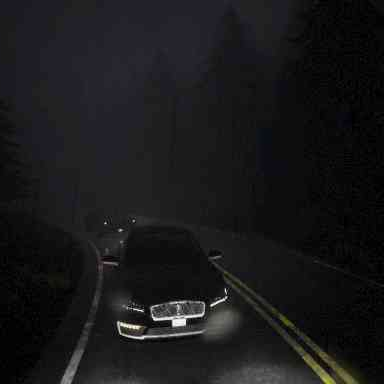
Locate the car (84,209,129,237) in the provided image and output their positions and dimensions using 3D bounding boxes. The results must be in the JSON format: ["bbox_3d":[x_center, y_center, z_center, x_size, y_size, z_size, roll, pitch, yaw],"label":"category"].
[{"bbox_3d":[-4.646,1.613,18.562,1.895,1.301,4.718,-3,1,-29],"label":"car"}]

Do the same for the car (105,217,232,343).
[{"bbox_3d":[-0.649,1.495,6.829,1.837,1.490,4.892,-1,0,-11],"label":"car"}]
